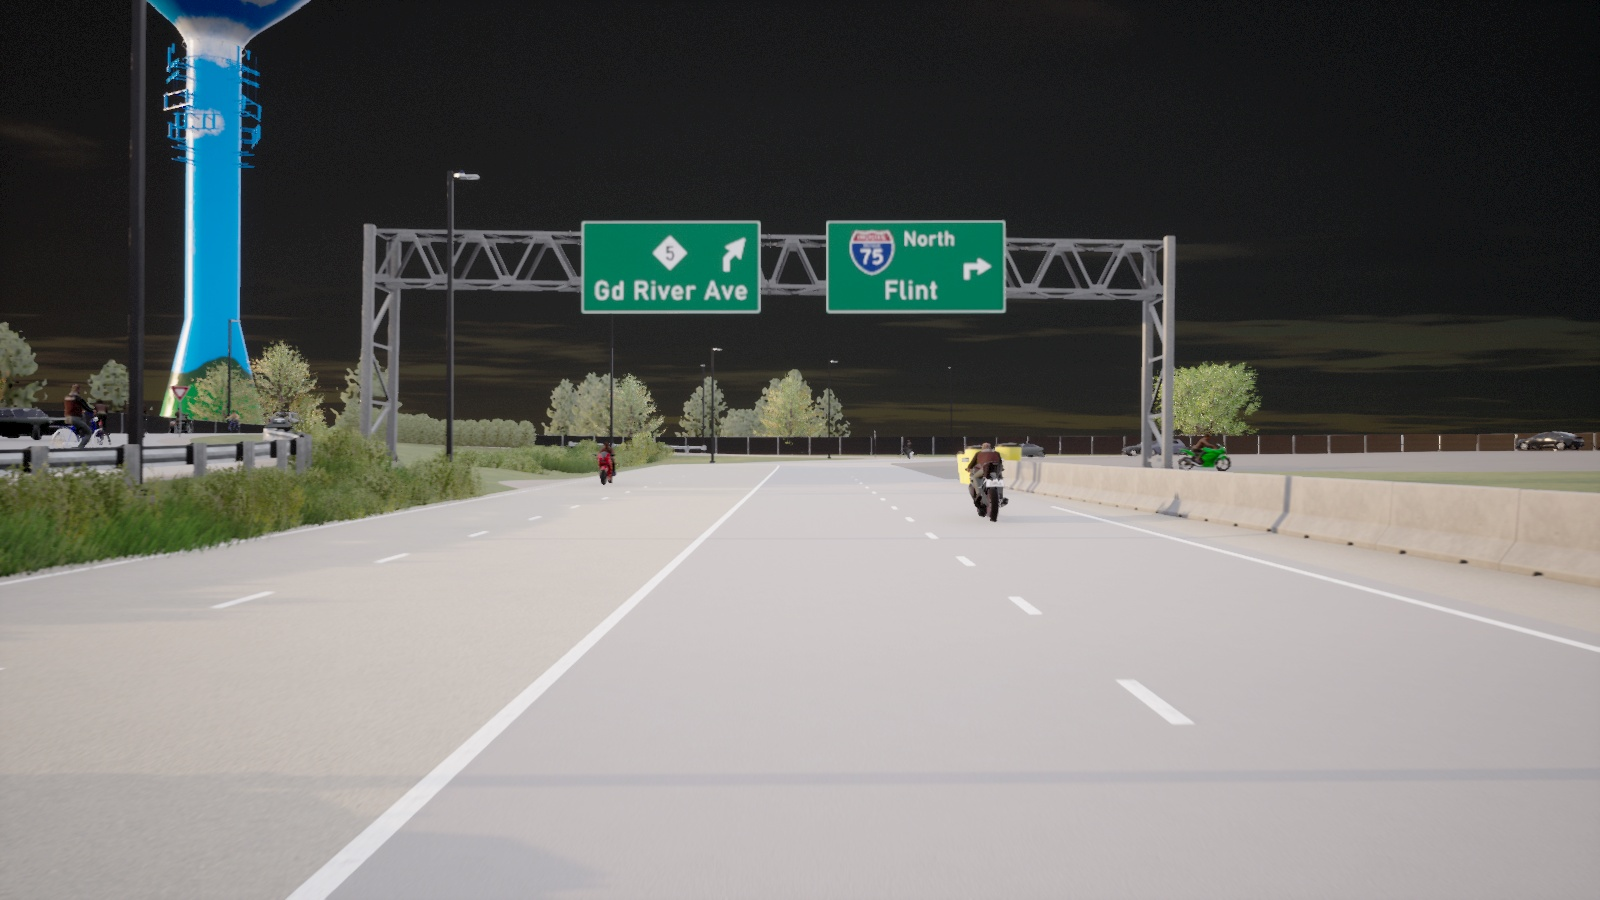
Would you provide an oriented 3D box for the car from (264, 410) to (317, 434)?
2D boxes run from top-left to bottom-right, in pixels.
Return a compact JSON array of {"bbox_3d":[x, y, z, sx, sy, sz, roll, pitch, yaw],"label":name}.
[{"bbox_3d":[-35.687,-1.951,88.053,1.970,1.475,3.806,0,-1,3],"label":"car"}]

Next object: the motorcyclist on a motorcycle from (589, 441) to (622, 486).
[{"bbox_3d":[-6.734,0.447,43.609,0.797,1.523,2.044,0,0,0],"label":"motorcyclist on a motorcycle"}]

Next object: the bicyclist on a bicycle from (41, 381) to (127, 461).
[{"bbox_3d":[-16.579,-0.664,29.127,0.659,1.776,1.843,-1,1,11],"label":"bicyclist on a bicycle"}]

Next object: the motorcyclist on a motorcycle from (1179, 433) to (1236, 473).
[{"bbox_3d":[16.023,0.133,49.369,2.044,1.523,0.797,-1,-1,20],"label":"motorcyclist on a motorcycle"}]

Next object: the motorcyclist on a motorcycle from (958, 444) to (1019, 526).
[{"bbox_3d":[3.657,0.642,24.576,0.866,1.530,2.191,0,0,0],"label":"motorcyclist on a motorcycle"}]

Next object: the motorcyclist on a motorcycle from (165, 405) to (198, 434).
[{"bbox_3d":[-36.255,-1.767,73.664,0.766,1.649,2.350,0,1,-1],"label":"motorcyclist on a motorcycle"}]

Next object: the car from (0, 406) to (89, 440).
[{"bbox_3d":[-31.091,-1.094,50.246,4.718,1.301,1.895,1,1,17],"label":"car"}]
